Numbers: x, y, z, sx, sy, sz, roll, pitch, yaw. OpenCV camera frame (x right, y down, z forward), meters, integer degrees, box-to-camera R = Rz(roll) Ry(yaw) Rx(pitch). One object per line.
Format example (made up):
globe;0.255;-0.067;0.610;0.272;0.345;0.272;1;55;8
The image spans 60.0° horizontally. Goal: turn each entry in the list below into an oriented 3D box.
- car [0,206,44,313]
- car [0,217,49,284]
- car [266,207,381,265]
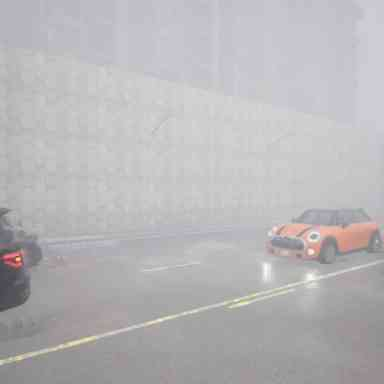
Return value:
car;-5.216;1.223;4.422;5.566;2.045;2.150;0;0;-37
car;-6.280;1.505;8.073;4.892;1.490;1.837;0;0;-36
car;4.748;1.351;11.859;4.553;1.767;2.097;0;0;-37
